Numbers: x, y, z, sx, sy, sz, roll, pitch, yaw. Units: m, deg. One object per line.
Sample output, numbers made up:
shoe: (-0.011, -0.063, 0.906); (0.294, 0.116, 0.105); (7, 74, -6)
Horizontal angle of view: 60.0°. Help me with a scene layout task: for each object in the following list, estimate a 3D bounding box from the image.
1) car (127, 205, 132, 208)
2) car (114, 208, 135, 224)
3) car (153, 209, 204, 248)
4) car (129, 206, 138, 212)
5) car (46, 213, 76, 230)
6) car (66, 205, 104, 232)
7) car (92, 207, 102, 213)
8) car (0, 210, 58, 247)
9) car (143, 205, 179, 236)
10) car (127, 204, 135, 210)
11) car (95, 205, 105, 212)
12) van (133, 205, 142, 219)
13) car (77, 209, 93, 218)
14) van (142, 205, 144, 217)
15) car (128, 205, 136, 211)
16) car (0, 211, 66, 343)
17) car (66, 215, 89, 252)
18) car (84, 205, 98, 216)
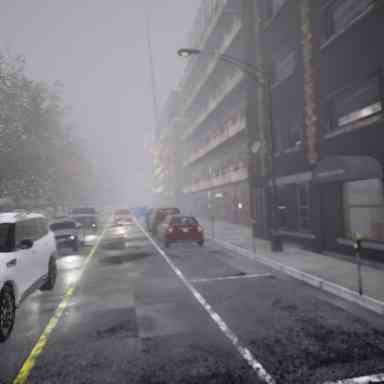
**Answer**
car: (-9.840, 2.974, 46.896); (1.837, 1.490, 4.892); (-2, -1, -12)
car: (-7.617, 2.743, 36.814); (1.895, 1.301, 4.718); (-2, -1, -12)
car: (-0.708, 1.864, 17.268); (1.967, 1.590, 4.097); (-1, -2, -12)
car: (-13.474, 3.897, 76.635); (1.947, 1.339, 4.313); (-1, -2, -12)
car: (-12.377, 2.738, 31.690); (1.947, 1.339, 4.313); (-1, -2, -12)
car: (-8.801, 2.166, 27.343); (2.150, 2.045, 5.566); (-2, -1, -12)
car: (-22.822, 4.298, 80.265); (1.947, 1.339, 4.313); (-1, -2, -12)
car: (-10.058, 2.140, 20.902); (2.192, 1.841, 5.009); (-1, -2, -12)
car: (-1.871, 1.913, 22.669); (2.192, 1.841, 5.009); (-1, -2, -12)
car: (-16.957, 4.292, 92.832); (1.967, 1.590, 4.097); (-1, -2, -12)
car: (-25.147, 4.394, 91.068); (2.192, 1.841, 5.009); (-1, -2, -12)
van: (-6.513, 2.632, 44.259); (1.690, 1.788, 3.998); (-1, -2, -12)
car: (-17.019, 3.416, 53.279); (2.008, 1.369, 4.403); (-1, -2, -12)
van: (-3.031, 2.112, 28.066); (1.690, 1.788, 3.998); (-1, -2, -12)
car: (-15.795, 4.244, 87.431); (1.947, 1.339, 4.313); (-1, -2, -12)
car: (-4.413, 1.512, 7.034); (2.150, 2.045, 5.566); (-2, -1, -11)
car: (-6.571, 2.136, 16.949); (1.812, 1.442, 4.674); (-2, -1, -12)
car: (-19.344, 3.527, 64.081); (2.192, 1.841, 5.009); (-1, -2, -12)
